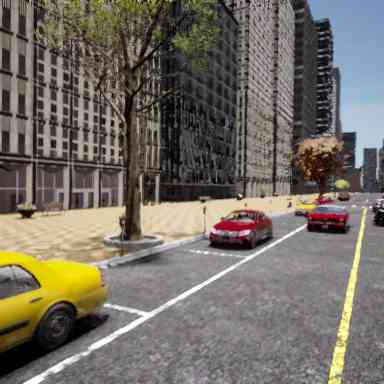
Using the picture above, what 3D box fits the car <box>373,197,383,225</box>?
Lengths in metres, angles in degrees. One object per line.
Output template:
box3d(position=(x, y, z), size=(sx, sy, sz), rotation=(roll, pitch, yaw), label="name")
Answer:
box3d(position=(13.165, 1.330, 22.029), size=(2.128, 1.511, 4.902), rotation=(1, 1, 28), label="car")

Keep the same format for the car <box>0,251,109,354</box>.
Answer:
box3d(position=(-3.083, 1.413, 3.850), size=(1.752, 1.417, 4.829), rotation=(1, 1, 28), label="car")

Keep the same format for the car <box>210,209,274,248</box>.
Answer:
box3d(position=(2.208, 1.390, 13.763), size=(1.802, 1.307, 4.206), rotation=(1, 1, 28), label="car")

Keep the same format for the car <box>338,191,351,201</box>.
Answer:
box3d(position=(30.492, 0.740, 66.732), size=(2.192, 1.841, 5.009), rotation=(1, 1, 28), label="car")

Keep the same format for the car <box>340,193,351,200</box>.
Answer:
box3d(position=(33.090, 0.959, 71.608), size=(1.947, 1.339, 4.313), rotation=(1, 1, 28), label="car")

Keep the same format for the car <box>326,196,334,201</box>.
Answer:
box3d(position=(15.237, 1.165, 38.164), size=(1.887, 1.381, 4.507), rotation=(1, 1, 28), label="car")

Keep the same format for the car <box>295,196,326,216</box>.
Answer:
box3d(position=(9.946, 1.220, 28.253), size=(1.752, 1.417, 4.829), rotation=(1, 1, 28), label="car")

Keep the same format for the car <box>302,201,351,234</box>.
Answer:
box3d(position=(7.644, 1.415, 18.422), size=(1.895, 1.301, 4.718), rotation=(1, 1, 28), label="car")
